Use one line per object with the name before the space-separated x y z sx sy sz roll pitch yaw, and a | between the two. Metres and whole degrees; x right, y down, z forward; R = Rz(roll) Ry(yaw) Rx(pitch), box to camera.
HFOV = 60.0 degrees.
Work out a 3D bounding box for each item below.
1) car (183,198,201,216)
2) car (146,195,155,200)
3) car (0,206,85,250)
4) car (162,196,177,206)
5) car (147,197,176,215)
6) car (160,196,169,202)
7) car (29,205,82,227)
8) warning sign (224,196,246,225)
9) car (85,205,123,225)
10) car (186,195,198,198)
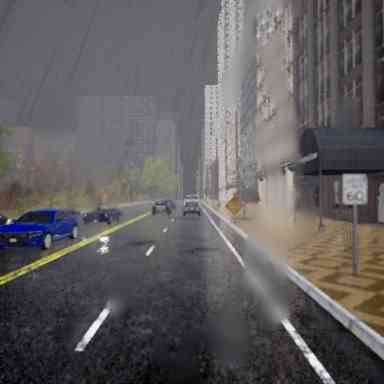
car | 0.002 1.682 34.002 2.033 1.411 5.357 0 0 0
car | -9.745 1.454 79.270 2.097 1.767 4.553 0 -1 0
car | -6.596 1.520 14.755 1.882 1.535 5.008 0 0 0
car | -3.187 1.740 46.557 1.812 1.442 4.674 0 0 0
car | -3.148 1.634 35.417 2.128 1.511 4.902 0 0 0
car | -6.495 1.623 79.238 1.812 1.442 4.674 0 -1 0
car | -9.840 1.684 24.442 1.895 1.301 4.718 0 0 0
warning sign | 2.829 1.188 22.106 1.300 1.860 1.060 -1 -2 0
car | -6.589 1.687 24.931 1.895 1.301 4.718 0 0 0
car | 0.017 1.435 45.894 2.150 2.045 5.566 0 0 0
